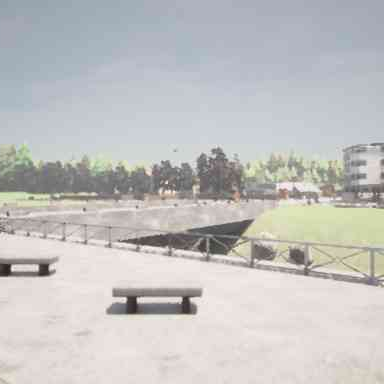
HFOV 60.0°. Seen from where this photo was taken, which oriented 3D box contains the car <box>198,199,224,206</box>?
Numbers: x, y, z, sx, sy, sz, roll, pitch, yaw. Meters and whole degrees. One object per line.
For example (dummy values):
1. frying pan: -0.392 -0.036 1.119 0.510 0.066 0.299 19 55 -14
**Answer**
1. car: 2.849 1.706 48.092 1.895 1.301 4.718 0 0 36
